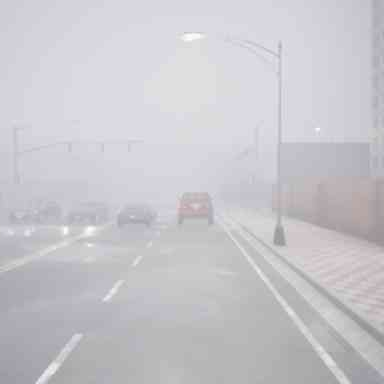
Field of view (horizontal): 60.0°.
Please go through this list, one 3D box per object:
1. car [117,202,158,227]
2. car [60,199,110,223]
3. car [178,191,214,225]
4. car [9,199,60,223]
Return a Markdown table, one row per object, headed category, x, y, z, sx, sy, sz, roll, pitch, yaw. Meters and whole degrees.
| category | x | y | z | sx | sy | sz | roll | pitch | yaw |
| --- | --- | --- | --- | --- | --- | --- | --- | --- | --- |
| car | -3.276 | 1.303 | 20.463 | 1.994 | 1.385 | 4.181 | 0 | 1 | 0 |
| car | -6.863 | 1.258 | 22.424 | 1.837 | 1.490 | 4.892 | 0 | 1 | 0 |
| car | 0.233 | 0.949 | 21.782 | 2.150 | 2.045 | 5.566 | 0 | 1 | 0 |
| car | -10.363 | 1.215 | 22.446 | 2.128 | 1.511 | 4.902 | 0 | 1 | 0 |
